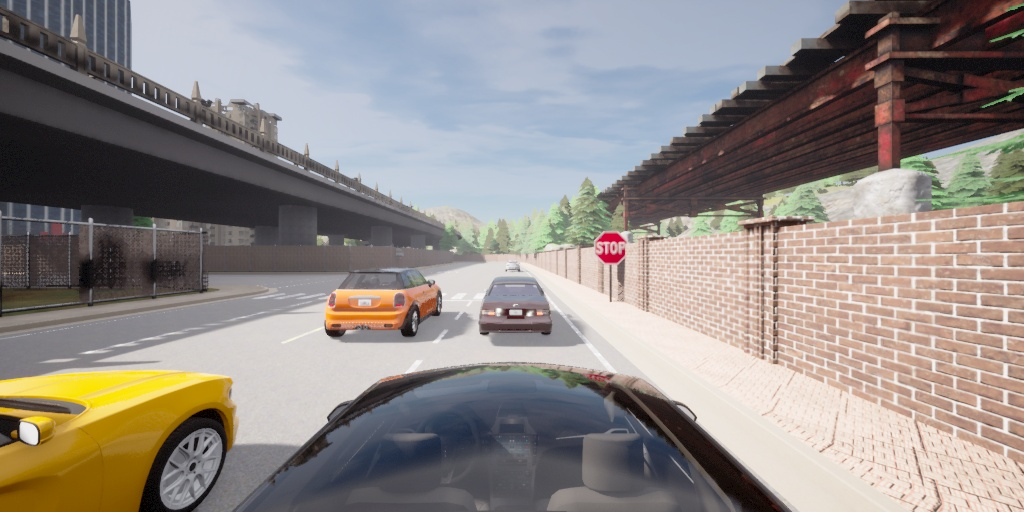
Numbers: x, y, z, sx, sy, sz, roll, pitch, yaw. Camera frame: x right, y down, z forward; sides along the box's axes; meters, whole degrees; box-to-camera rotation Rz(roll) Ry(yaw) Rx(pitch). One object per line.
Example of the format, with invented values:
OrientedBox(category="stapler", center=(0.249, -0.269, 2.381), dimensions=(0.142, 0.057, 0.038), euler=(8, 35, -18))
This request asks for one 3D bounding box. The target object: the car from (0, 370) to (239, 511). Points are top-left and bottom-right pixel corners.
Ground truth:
OrientedBox(category="car", center=(-3.398, 1.228, 1.186), dimensions=(1.882, 1.535, 5.008), euler=(0, 0, 0))

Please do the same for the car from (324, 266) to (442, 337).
OrientedBox(category="car", center=(-3.420, 1.102, 10.443), dimensions=(2.097, 1.767, 4.553), euler=(0, 0, 0))

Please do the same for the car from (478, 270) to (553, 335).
OrientedBox(category="car", center=(0.081, 1.297, 10.464), dimensions=(2.033, 1.411, 5.357), euler=(0, 0, 0))

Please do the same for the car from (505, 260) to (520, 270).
OrientedBox(category="car", center=(0.083, 1.275, 46.330), dimensions=(1.812, 1.442, 4.674), euler=(0, 0, -1))
